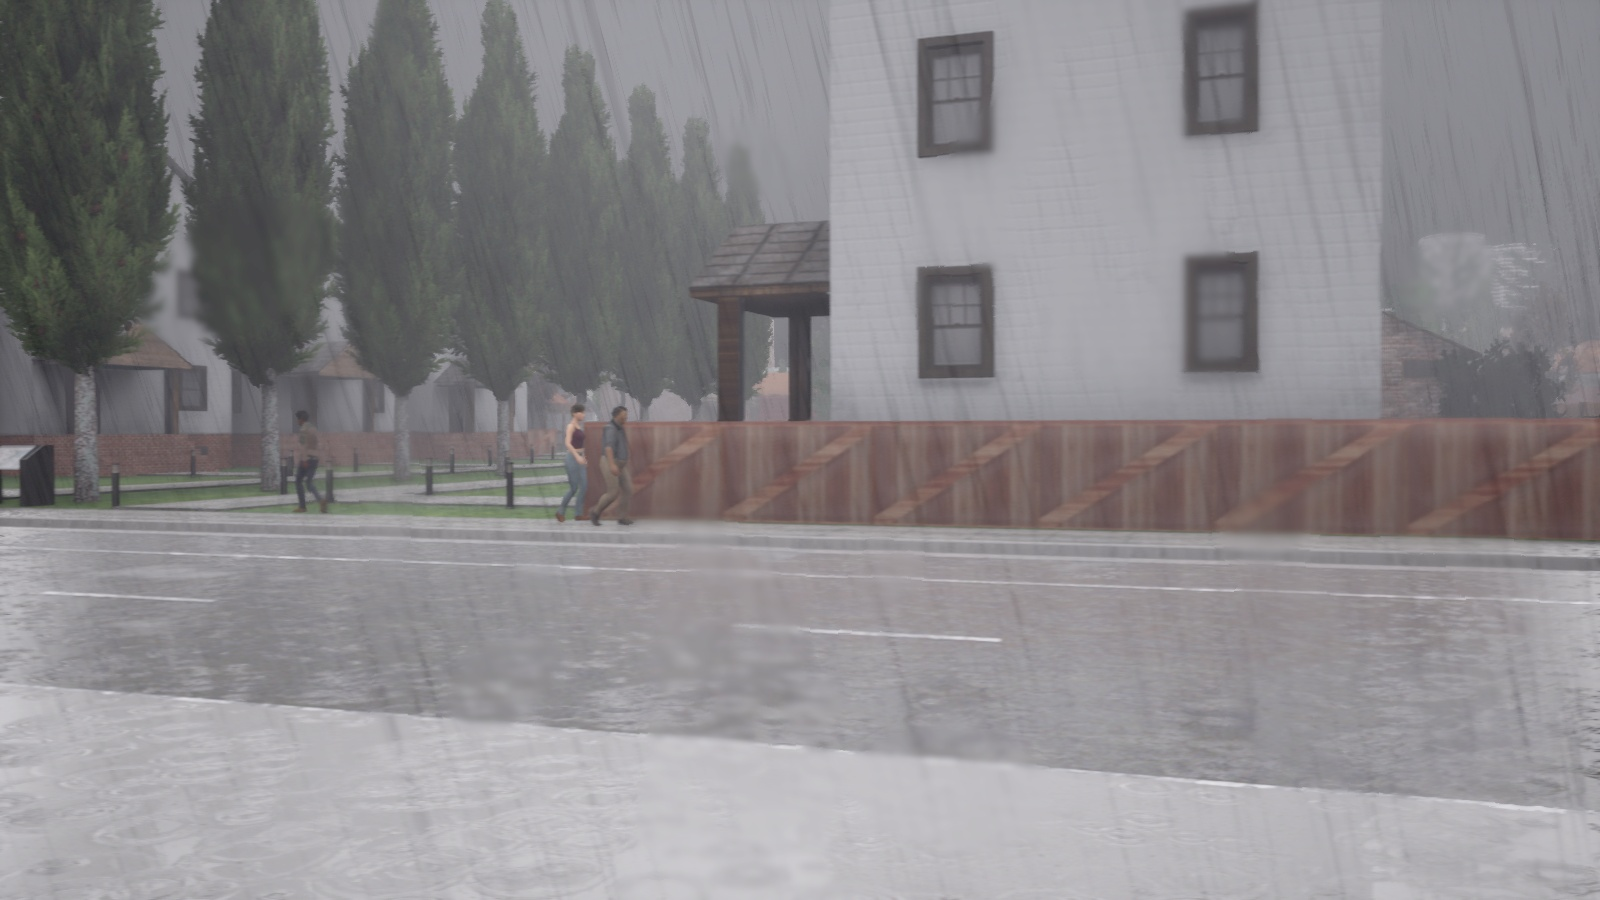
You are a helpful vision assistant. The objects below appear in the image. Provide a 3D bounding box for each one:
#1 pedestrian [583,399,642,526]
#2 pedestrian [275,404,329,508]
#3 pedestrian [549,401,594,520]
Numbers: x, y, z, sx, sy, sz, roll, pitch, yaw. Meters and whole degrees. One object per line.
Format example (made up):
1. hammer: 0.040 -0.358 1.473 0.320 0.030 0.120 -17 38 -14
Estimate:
1. pedestrian: -2.779 0.173 18.626 0.694 1.848 0.540 1 1 25
2. pedestrian: -8.686 0.099 21.911 0.869 1.805 0.328 1 1 19
3. pedestrian: -3.545 0.156 19.518 0.594 1.836 0.345 1 1 18
